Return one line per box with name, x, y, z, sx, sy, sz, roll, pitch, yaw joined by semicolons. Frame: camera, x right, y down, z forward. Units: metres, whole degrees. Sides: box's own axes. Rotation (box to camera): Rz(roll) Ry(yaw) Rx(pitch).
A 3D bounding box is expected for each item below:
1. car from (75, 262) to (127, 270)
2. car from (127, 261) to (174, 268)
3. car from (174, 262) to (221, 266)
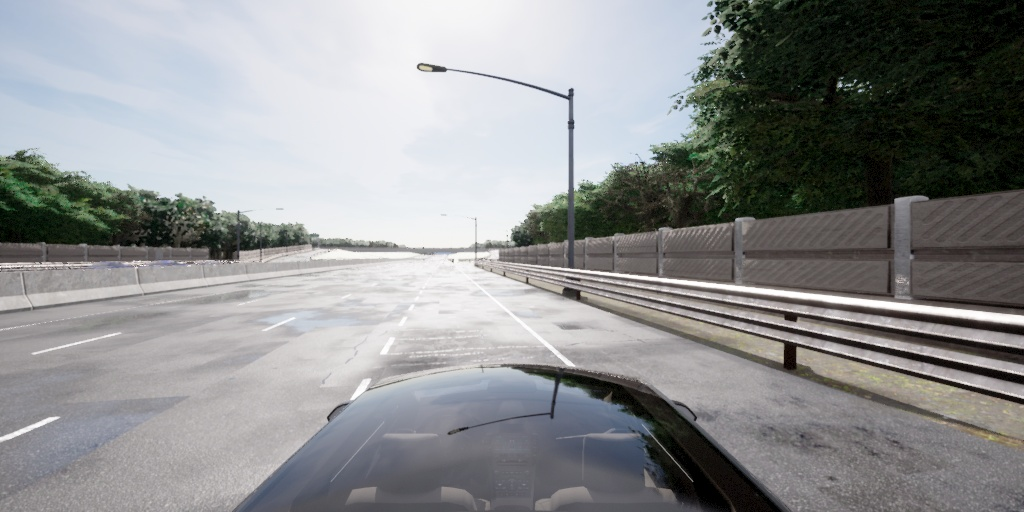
car;-38.014;1.287;33.524;1.812;1.442;4.674;0;0;-11
car;-34.865;1.242;35.715;1.882;1.535;5.008;0;0;-11
car;-31.575;1.314;37.143;2.033;1.411;5.357;0;0;-11
